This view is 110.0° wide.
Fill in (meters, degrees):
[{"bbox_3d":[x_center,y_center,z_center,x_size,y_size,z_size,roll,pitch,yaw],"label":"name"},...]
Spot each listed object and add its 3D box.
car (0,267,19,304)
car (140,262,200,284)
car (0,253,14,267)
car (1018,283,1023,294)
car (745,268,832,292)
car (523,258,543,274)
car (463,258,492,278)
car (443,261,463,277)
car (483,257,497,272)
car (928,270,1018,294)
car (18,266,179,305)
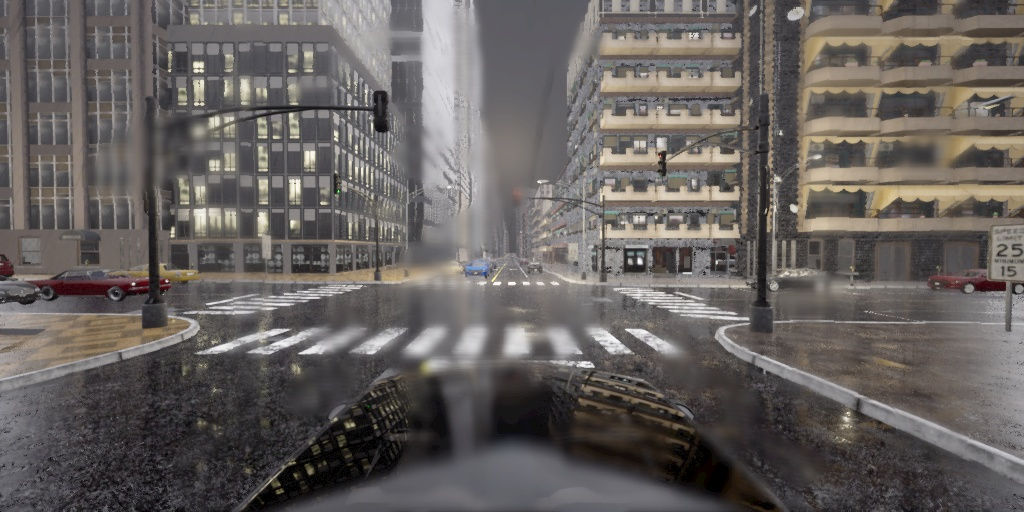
[{"bbox_3d":[-20.310,1.204,13.310,4.403,1.370,2.007,0,0,1],"label":"car"},{"bbox_3d":[-21.707,1.029,21.641,4.829,1.417,1.751,0,0,1],"label":"car"},{"bbox_3d":[-33.654,0.712,21.822,5.009,1.841,2.192,0,0,1],"label":"car"},{"bbox_3d":[21.694,1.576,12.773,4.313,1.339,1.948,0,0,1],"label":"car"},{"bbox_3d":[16.270,1.376,21.218,4.403,1.370,2.007,0,0,1],"label":"car"},{"bbox_3d":[2.610,1.289,41.662,2.007,1.370,4.403,0,0,0],"label":"car"},{"bbox_3d":[-3.155,1.218,33.627,1.882,1.535,5.008,0,0,-1],"label":"car"},{"bbox_3d":[-5.759,1.265,35.821,1.751,1.417,4.829,0,0,0],"label":"car"},{"bbox_3d":[-3.174,1.230,43.318,2.128,1.511,4.902,0,0,0],"label":"car"},{"bbox_3d":[27.336,1.462,21.085,4.507,1.381,1.888,0,0,1],"label":"car"},{"bbox_3d":[-18.052,1.231,15.833,4.718,1.301,1.895,0,1,1],"label":"car"}]
